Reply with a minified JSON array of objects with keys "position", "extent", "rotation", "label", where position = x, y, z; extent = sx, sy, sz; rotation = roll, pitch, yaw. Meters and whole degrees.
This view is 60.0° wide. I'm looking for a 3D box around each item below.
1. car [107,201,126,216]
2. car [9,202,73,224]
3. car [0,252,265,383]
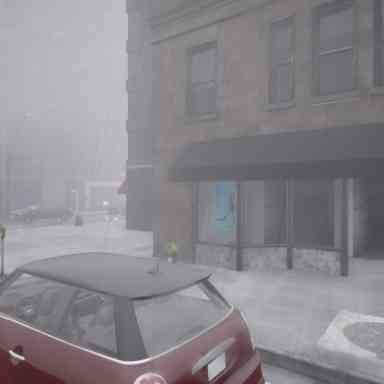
[{"position":[-6.225,1.556,32.622],"extent":[1.994,1.385,4.181],"rotation":[0,0,35],"label":"car"},{"position":[-11.349,1.516,25.345],"extent":[1.812,1.442,4.674],"rotation":[0,0,37],"label":"car"},{"position":[-1.376,1.440,3.830],"extent":[4.097,1.590,1.967],"rotation":[0,0,36],"label":"car"}]
